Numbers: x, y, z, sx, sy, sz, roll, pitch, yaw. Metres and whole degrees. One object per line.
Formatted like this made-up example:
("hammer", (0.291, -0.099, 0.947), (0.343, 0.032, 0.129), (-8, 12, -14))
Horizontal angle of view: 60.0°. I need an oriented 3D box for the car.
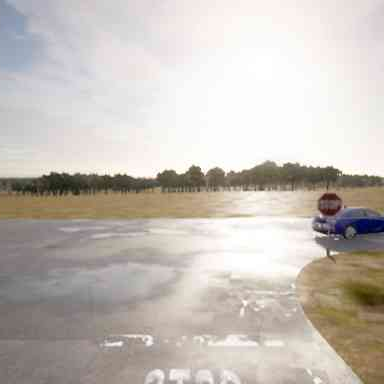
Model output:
("car", (8.768, 1.521, 17.596), (5.008, 1.535, 1.882), (-1, 1, -20))
